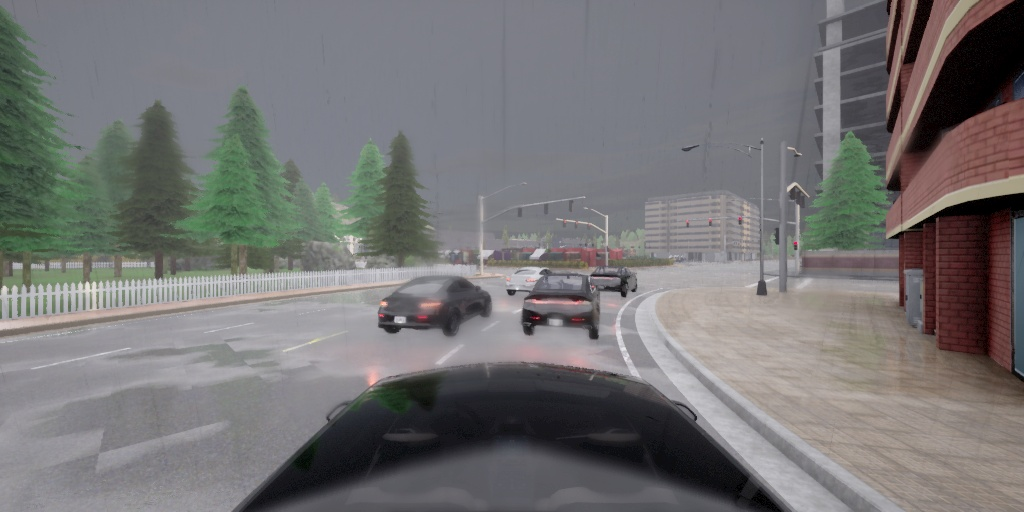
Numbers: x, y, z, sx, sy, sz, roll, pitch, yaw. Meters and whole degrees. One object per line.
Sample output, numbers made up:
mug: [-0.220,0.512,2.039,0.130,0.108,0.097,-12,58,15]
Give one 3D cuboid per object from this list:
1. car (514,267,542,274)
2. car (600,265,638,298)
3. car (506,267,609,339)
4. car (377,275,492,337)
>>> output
car: [1.266,1.276,18.837,1.812,1.442,4.674,0,0,26]
car: [5.344,1.241,18.824,2.128,1.511,4.902,0,0,28]
car: [1.561,1.242,10.208,2.128,1.511,4.902,0,0,14]
car: [-1.986,1.276,10.340,1.812,1.442,4.674,0,0,13]
